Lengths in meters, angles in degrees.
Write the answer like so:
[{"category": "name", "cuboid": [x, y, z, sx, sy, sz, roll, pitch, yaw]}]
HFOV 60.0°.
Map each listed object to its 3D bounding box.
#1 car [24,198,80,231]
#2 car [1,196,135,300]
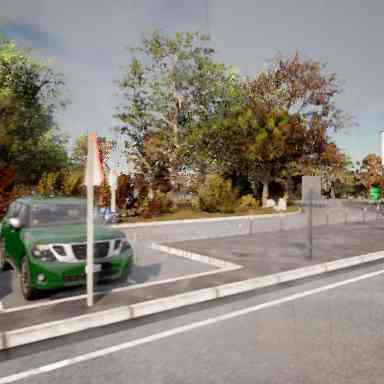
[{"category": "car", "cuboid": [-8.717, 1.264, 20.521, 2.185, 1.767, 4.553, 1, 0, -36]}, {"category": "car", "cuboid": [-3.555, 1.155, 8.770, 2.435, 2.045, 5.566, 0, 0, -36]}]
